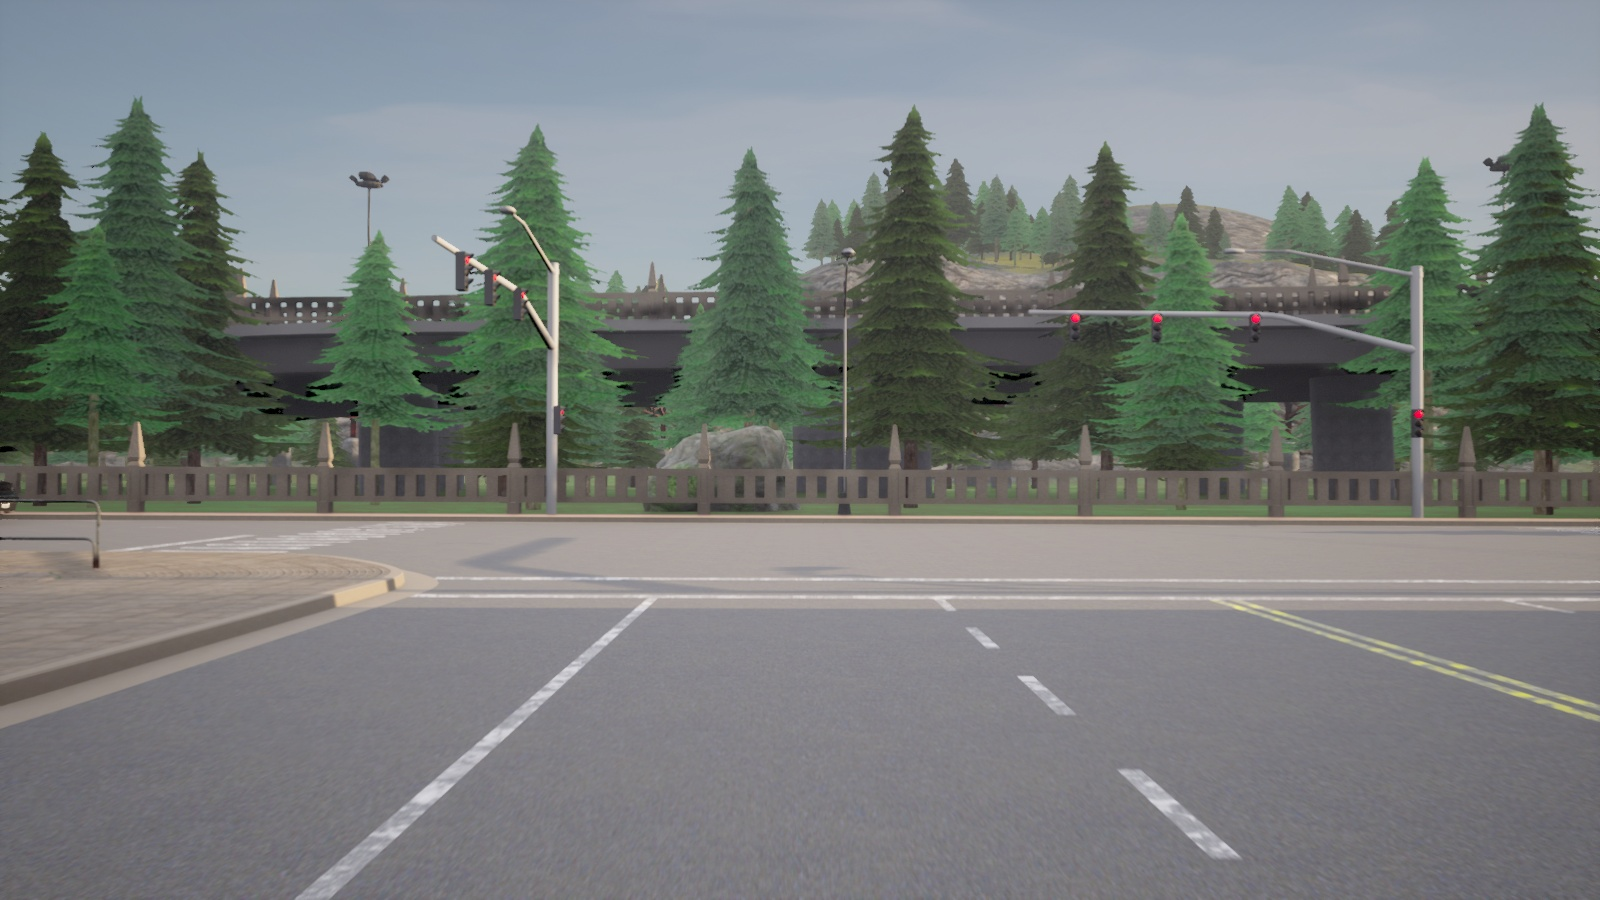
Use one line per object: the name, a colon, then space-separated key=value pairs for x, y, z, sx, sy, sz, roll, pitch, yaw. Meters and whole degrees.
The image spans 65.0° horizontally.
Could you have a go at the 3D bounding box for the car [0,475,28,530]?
car: x=-23.918 y=1.429 z=33.995 sx=4.892 sy=1.490 sz=1.837 roll=0 pitch=-1 yaw=1
